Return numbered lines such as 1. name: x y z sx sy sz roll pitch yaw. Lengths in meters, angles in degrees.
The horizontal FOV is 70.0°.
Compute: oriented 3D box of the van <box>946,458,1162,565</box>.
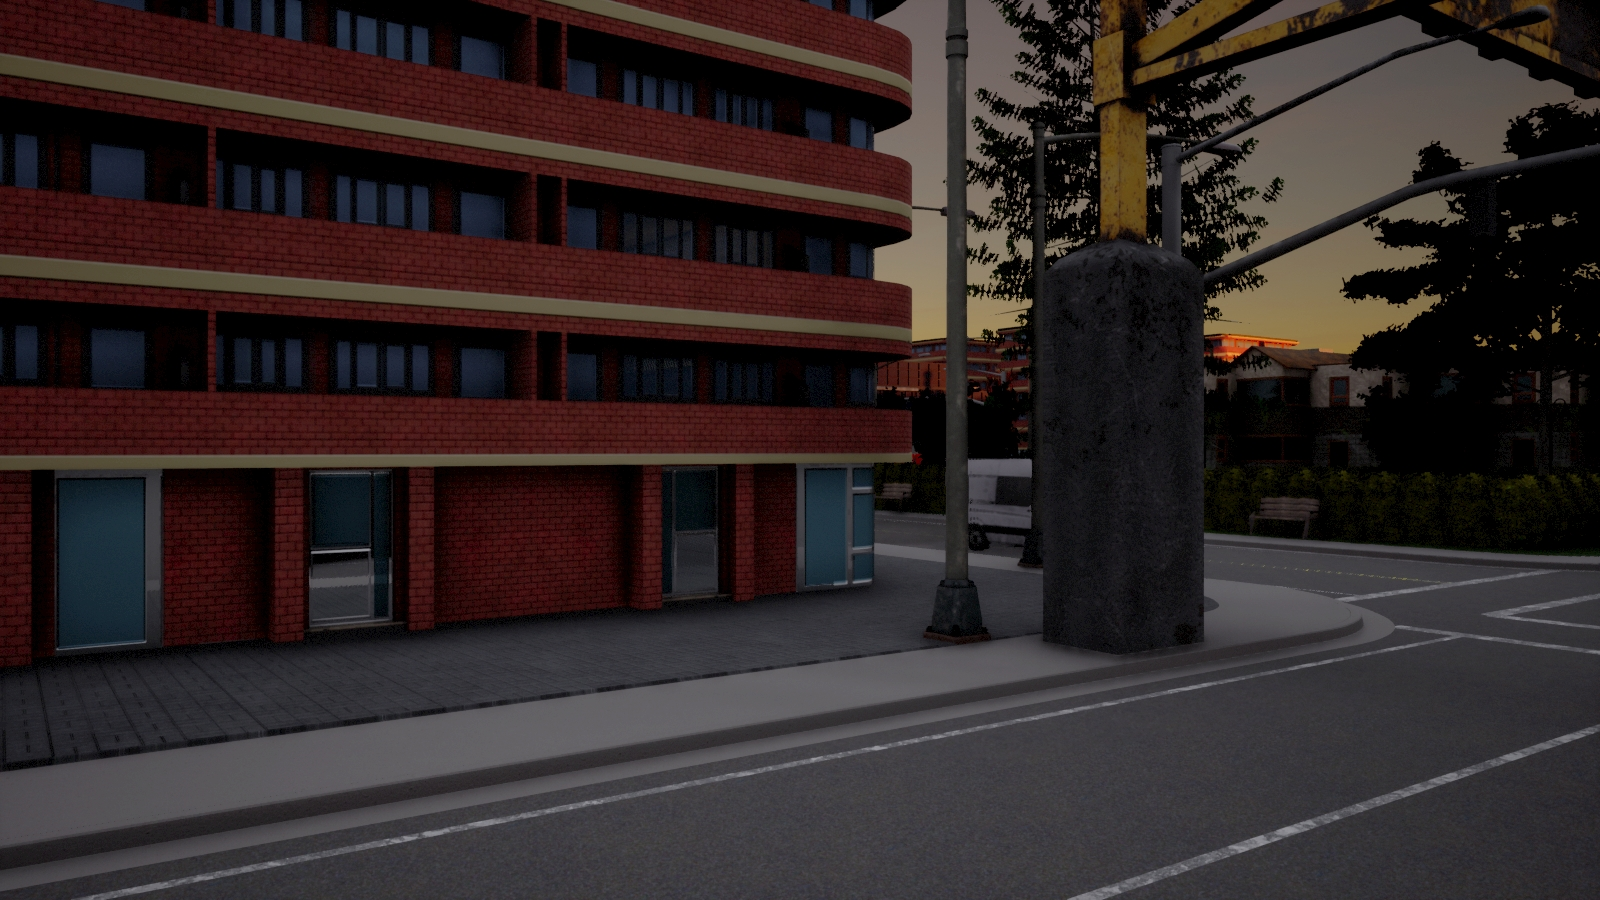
1. van: 6.663 1.524 30.789 1.988 2.561 5.915 0 0 -35
